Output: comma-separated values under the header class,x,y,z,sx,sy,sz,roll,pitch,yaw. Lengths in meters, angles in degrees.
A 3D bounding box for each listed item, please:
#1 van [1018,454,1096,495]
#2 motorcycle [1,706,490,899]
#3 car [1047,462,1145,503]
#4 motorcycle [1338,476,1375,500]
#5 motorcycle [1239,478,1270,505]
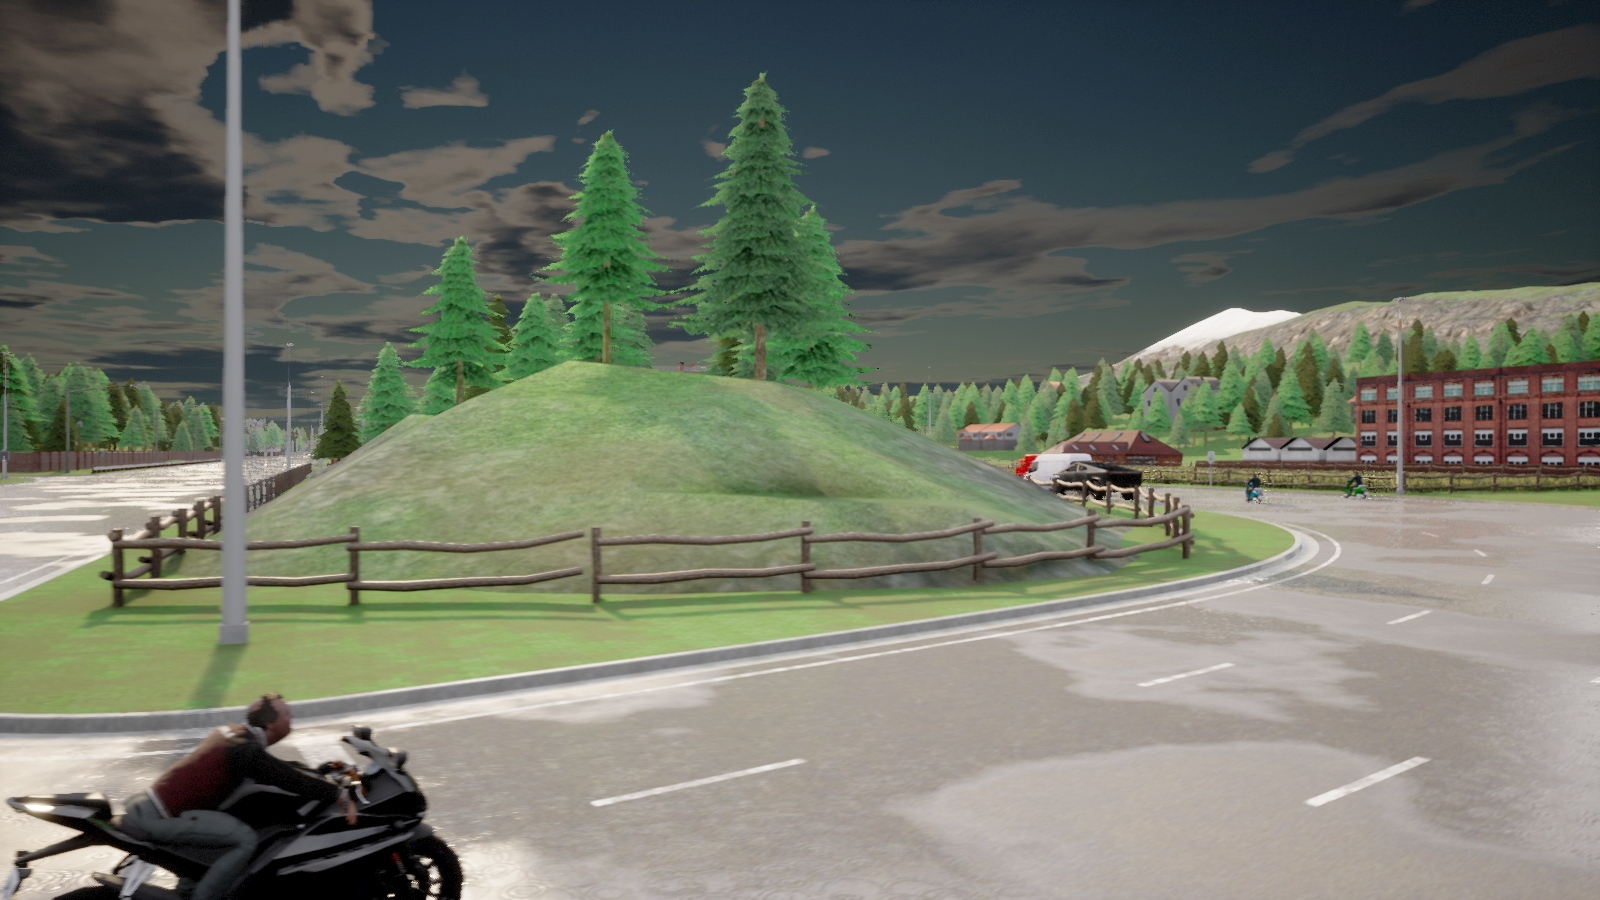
class,x,y,z,sx,sy,sz,roll,pitch,yaw
van,16.719,1.542,74.672,1.988,2.561,5.915,0,0,-21
motorcycle,-2.873,2.206,6.052,2.209,1.251,0.867,0,0,-36
car,16.545,1.759,64.348,2.390,2.098,6.274,0,0,-17
motorcycle,31.439,2.147,64.601,0.856,1.316,1.805,-1,0,-16
motorcycle,23.581,2.147,59.313,0.856,1.316,1.805,-1,0,-2
